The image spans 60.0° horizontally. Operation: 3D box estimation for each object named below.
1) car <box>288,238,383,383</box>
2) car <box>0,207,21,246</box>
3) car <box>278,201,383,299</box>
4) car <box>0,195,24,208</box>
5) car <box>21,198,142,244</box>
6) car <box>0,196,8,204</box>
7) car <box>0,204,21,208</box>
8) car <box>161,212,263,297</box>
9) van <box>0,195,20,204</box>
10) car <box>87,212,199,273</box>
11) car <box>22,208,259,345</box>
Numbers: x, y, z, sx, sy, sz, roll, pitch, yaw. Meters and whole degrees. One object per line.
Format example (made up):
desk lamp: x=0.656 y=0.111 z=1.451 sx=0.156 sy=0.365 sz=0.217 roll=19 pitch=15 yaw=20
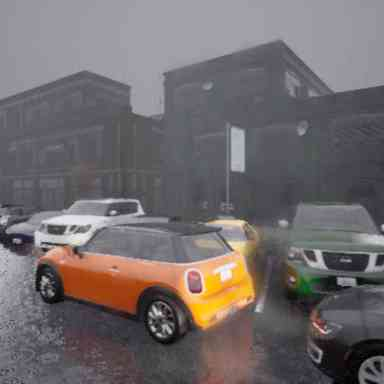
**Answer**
car: x=3.660 y=1.525 z=3.172 sx=4.892 sy=1.490 sz=1.837 roll=0 pitch=0 yaw=36
car: x=-6.265 y=1.584 z=15.522 sx=2.163 sy=1.488 sz=4.792 roll=0 pitch=-1 yaw=16
car: x=3.451 y=1.275 z=8.451 sx=2.435 sy=2.045 sz=5.566 roll=1 pitch=-1 yaw=16
car: x=-32.603 y=1.566 z=57.998 sx=5.566 sy=2.045 sz=2.435 roll=1 pitch=0 yaw=15
car: x=-3.840 y=1.294 z=13.757 sx=2.435 sy=2.045 sz=5.566 roll=1 pitch=-1 yaw=16
car: x=-43.051 y=1.790 z=72.737 sx=4.553 sy=1.767 sz=2.185 roll=-1 pitch=-1 yaw=14
car: x=-8.703 y=1.437 z=17.294 sx=2.185 sy=1.767 sz=4.553 roll=0 pitch=-1 yaw=16
car: x=0.965 y=1.526 z=10.061 sx=1.946 sy=1.575 sz=5.366 roll=1 pitch=-1 yaw=16
van: x=-41.424 y=1.705 z=75.239 sx=4.442 sy=1.987 sz=1.878 roll=-1 pitch=-1 yaw=14
car: x=-1.419 y=1.568 z=11.981 sx=2.163 sy=1.488 sz=4.792 roll=1 pitch=-1 yaw=16
car: x=-1.166 y=1.380 z=6.688 sx=4.553 sy=1.767 sz=2.097 roll=0 pitch=0 yaw=36
